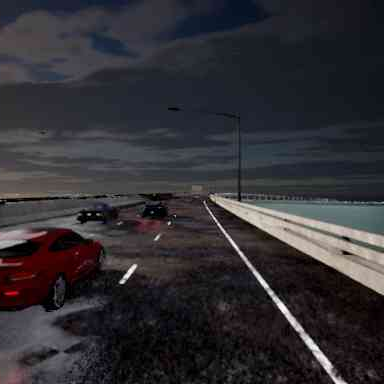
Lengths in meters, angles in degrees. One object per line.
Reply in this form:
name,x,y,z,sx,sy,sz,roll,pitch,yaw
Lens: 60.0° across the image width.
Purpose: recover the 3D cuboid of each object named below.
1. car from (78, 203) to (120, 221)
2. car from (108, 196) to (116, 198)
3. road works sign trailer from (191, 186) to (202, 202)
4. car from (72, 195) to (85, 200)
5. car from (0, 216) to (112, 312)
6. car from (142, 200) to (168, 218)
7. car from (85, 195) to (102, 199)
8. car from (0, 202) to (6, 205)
car,-6.793,1.541,24.551,2.033,1.411,5.357,0,0,1
car,-16.628,1.514,69.683,1.994,1.385,4.181,0,0,1
road works sign trailer,1.035,0.365,74.709,2.380,3.560,2.880,1,-1,2
car,-23.625,1.488,69.870,2.128,1.511,4.902,0,0,1
car,-3.399,1.525,7.603,1.812,1.442,4.674,0,0,0
car,-3.237,1.482,29.778,2.128,1.511,4.902,0,0,1
car,-20.127,1.463,69.776,1.837,1.490,4.892,0,0,1
car,-17.451,1.496,28.132,1.837,1.490,4.892,0,0,1
